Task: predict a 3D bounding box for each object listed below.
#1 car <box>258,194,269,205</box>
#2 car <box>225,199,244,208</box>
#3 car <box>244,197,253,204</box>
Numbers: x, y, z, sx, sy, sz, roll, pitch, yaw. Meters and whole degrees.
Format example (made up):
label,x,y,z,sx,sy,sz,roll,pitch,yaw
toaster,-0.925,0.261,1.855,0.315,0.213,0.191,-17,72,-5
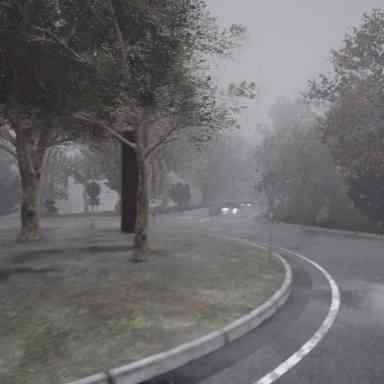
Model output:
label,x,y,z,sx,sy,sz,roll,pitch,yaw
car,14.833,1.486,67.760,2.150,2.045,5.566,0,0,17
car,6.632,1.838,53.336,1.895,1.301,4.718,0,0,18
car,11.585,1.774,69.112,2.033,1.411,5.357,0,0,17
